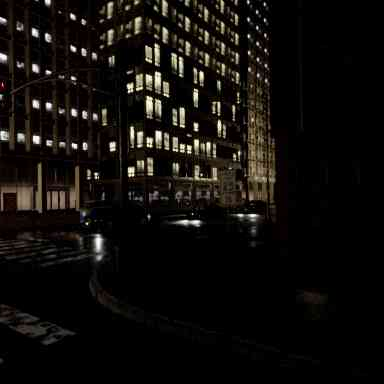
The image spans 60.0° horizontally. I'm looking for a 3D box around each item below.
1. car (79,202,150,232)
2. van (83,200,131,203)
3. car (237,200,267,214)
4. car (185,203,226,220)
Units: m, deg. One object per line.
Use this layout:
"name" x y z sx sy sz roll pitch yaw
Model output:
"car" -4.659 1.571 20.981 1.837 1.490 4.892 -1 -1 33
"van" -6.001 1.460 23.516 1.690 1.788 3.998 -2 -1 36
"car" 7.103 1.631 37.270 1.812 1.442 4.674 -1 -1 36
"car" 1.204 1.649 29.083 1.994 1.385 4.181 -1 -1 36
